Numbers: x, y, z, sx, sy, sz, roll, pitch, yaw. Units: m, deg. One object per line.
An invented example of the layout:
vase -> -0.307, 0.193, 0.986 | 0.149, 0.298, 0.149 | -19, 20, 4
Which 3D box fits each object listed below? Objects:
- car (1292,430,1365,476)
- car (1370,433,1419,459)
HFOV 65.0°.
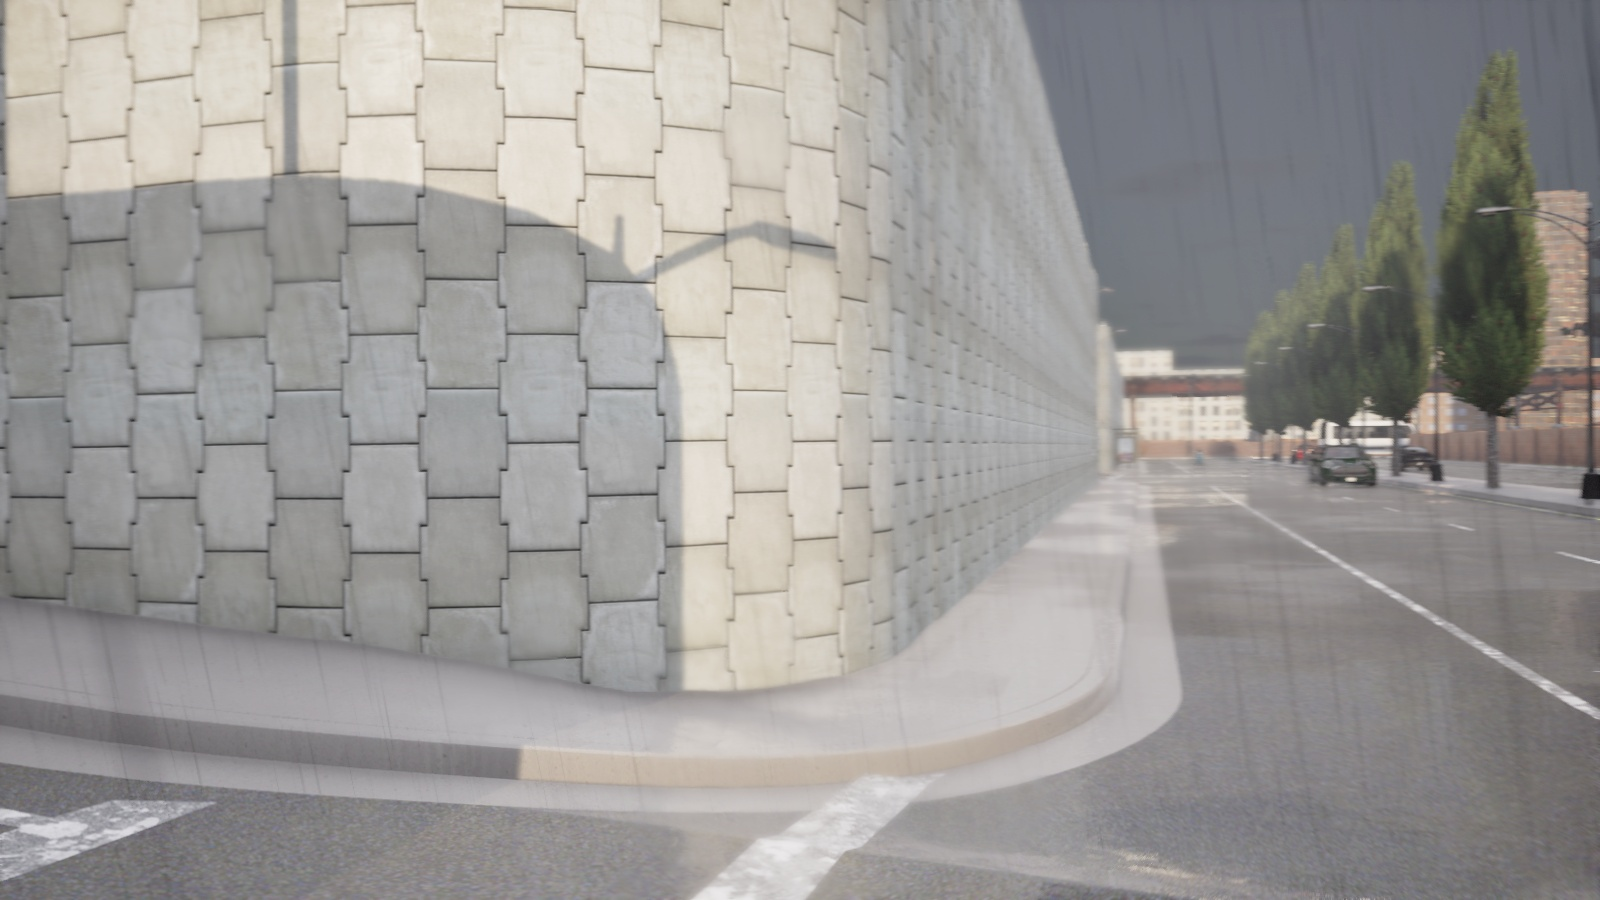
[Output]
car -> 21.932, 0.098, 52.284 | 2.097, 1.767, 4.553 | -2, 0, 15
car -> 36.868, -0.250, 77.969 | 1.837, 1.490, 4.892 | -2, 0, 15
